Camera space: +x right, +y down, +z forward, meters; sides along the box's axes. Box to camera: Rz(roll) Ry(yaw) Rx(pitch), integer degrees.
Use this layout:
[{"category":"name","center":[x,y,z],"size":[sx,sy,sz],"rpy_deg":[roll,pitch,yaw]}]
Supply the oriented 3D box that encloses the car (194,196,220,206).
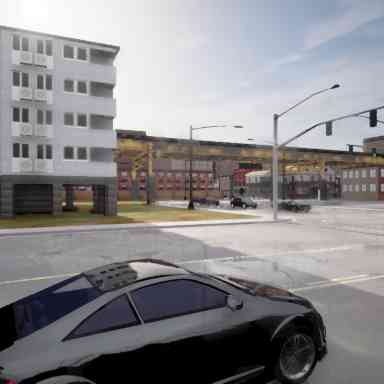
[{"category":"car","center":[2.735,1.547,55.310],"size":[2.033,1.411,5.357],"rpy_deg":[0,0,-21]}]

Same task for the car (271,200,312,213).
[{"category":"car","center":[11.095,1.601,37.298],"size":[1.895,1.301,4.718],"rpy_deg":[0,0,-26]}]

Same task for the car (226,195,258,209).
[{"category":"car","center":[7.079,1.505,45.771],"size":[1.837,1.490,4.892],"rpy_deg":[0,0,-25]}]

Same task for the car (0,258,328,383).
[{"category":"car","center":[-0.331,1.564,4.088],"size":[4.181,1.385,1.994],"rpy_deg":[0,0,-30]}]

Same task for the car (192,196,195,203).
[{"category":"car","center":[0.775,1.547,65.799],"size":[2.033,1.411,5.357],"rpy_deg":[0,0,3]}]
